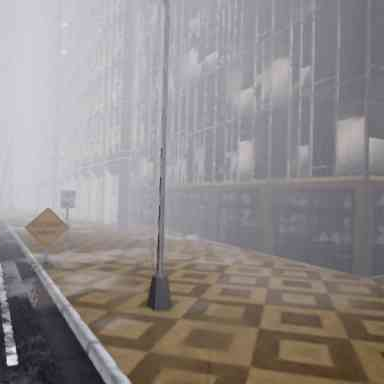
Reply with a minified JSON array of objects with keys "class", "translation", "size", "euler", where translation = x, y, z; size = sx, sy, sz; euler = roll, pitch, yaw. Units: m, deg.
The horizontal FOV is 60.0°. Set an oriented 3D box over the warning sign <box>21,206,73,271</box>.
[{"class":"warning sign","translation":[-4.588,1.402,10.517],"size":[1.300,1.860,1.060],"euler":[3,-2,-31]}]
